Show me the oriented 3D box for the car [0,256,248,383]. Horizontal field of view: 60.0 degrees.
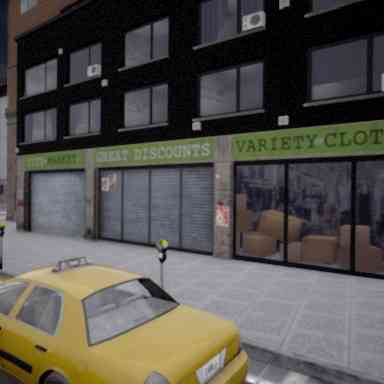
[{"bbox_3d":[-1.707,1.516,4.305,4.829,1.417,1.752,0,1,35],"label":"car"}]
